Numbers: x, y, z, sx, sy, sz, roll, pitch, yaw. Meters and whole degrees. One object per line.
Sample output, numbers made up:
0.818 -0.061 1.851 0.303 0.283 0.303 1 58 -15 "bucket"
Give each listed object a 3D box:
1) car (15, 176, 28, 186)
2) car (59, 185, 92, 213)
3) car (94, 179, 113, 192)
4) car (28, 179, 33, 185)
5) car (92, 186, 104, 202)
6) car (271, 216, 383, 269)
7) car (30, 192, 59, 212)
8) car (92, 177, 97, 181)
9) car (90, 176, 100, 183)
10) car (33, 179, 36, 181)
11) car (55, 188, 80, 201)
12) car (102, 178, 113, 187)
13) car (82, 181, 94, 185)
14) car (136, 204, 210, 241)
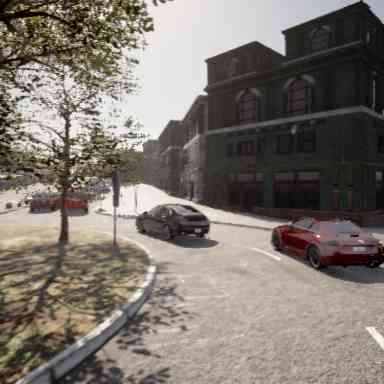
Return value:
-32.640 -1.546 59.447 4.792 1.488 2.163 -3 6 -31 "car"
-10.615 0.736 30.332 2.150 2.045 5.566 0 3 -20 "car"
-14.376 -0.802 53.693 1.882 1.535 5.008 0 5 -10 "car"
-33.217 -1.817 62.345 4.892 1.521 2.231 -3 6 -32 "car"
-12.392 0.281 40.815 1.837 1.490 4.892 0 5 -7 "car"
4.149 1.464 10.822 1.994 1.385 4.181 0 1 -8 "car"
-13.788 0.775 31.563 2.097 1.767 4.553 0 3 -13 "car"
-20.233 -1.899 67.865 1.895 1.301 4.718 0 4 -13 "car"
-22.510 -2.888 77.491 2.128 1.511 4.902 0 4 -15 "car"
-33.866 -2.017 65.225 4.674 1.452 2.002 -3 5 -32 "car"
-15.512 0.273 41.546 1.895 1.301 4.718 0 5 -7 "car"
-17.193 -1.924 68.017 2.128 1.511 4.902 0 4 -13 "car"
-17.066 -0.609 51.589 2.033 1.411 5.357 0 5 -9 "car"
-1.044 1.326 15.884 1.837 1.490 4.892 2 0 -33 "car"
